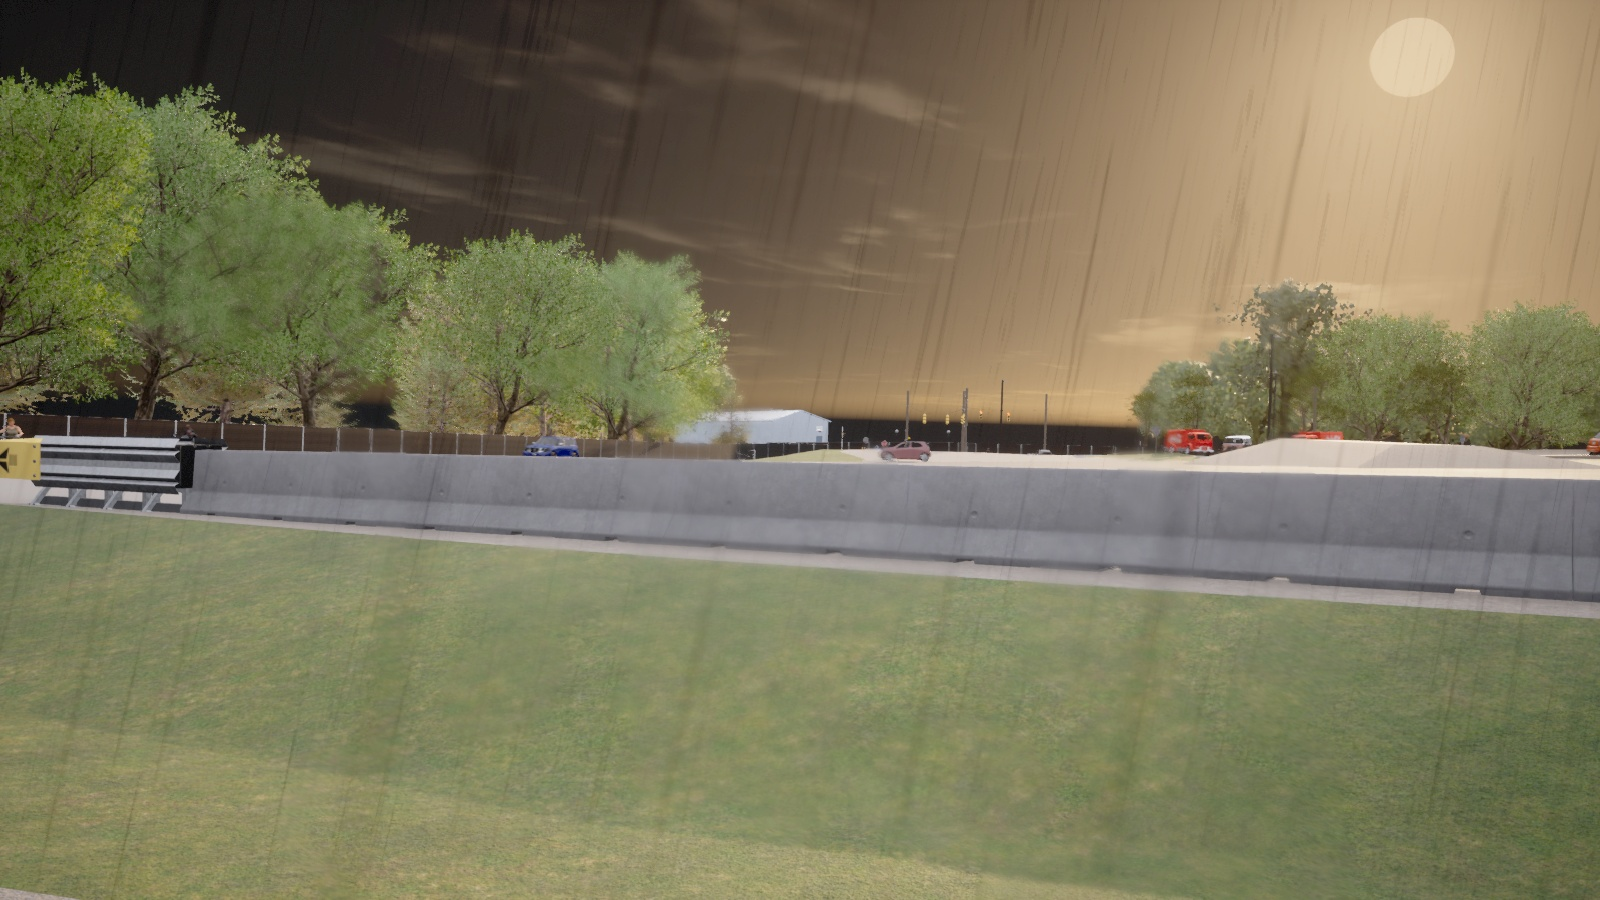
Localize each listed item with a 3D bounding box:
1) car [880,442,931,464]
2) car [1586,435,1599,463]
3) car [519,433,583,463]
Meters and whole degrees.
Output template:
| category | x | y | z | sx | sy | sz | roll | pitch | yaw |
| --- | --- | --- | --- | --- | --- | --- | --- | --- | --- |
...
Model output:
| category | x | y | z | sx | sy | sz | roll | pitch | yaw |
| --- | --- | --- | --- | --- | --- | --- | --- | --- | --- |
| car | 7.571 | 0.194 | 90.195 | 3.633 | 1.501 | 1.845 | 1 | 0 | 5 |
| car | 53.694 | -0.057 | 81.088 | 4.553 | 1.767 | 2.097 | 0 | 1 | 9 |
| car | -18.363 | -0.129 | 92.875 | 2.150 | 2.045 | 5.566 | 3 | 0 | 17 |
